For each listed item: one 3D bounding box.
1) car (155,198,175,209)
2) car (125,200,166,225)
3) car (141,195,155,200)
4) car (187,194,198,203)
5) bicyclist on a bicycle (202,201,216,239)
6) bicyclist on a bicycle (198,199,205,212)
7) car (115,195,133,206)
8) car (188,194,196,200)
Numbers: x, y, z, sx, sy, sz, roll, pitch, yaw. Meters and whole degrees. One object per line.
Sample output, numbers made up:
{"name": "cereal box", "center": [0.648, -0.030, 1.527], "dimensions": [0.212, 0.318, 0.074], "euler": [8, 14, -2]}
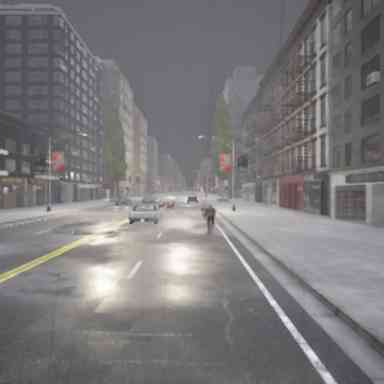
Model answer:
{"name": "car", "center": [-3.142, 1.405, 42.314], "dimensions": [1.895, 1.301, 4.718], "euler": [0, 0, 0]}
{"name": "car", "center": [-3.146, 1.495, 23.336], "dimensions": [1.895, 1.301, 4.718], "euler": [0, 0, 0]}
{"name": "car", "center": [-6.542, 1.267, 50.542], "dimensions": [1.837, 1.490, 4.892], "euler": [0, 1, 1]}
{"name": "car", "center": [0.086, 1.180, 62.609], "dimensions": [1.882, 1.535, 5.008], "euler": [0, 1, 0]}
{"name": "bicyclist on a bicycle", "center": [0.895, 1.382, 15.882], "dimensions": [0.582, 1.620, 1.656], "euler": [0, 0, 0]}
{"name": "bicyclist on a bicycle", "center": [0.928, 1.319, 25.989], "dimensions": [0.866, 1.612, 1.509], "euler": [0, 0, 0]}
{"name": "car", "center": [-9.808, 1.281, 48.050], "dimensions": [1.837, 1.490, 4.892], "euler": [0, 0, 0]}
{"name": "car", "center": [0.015, 1.152, 80.405], "dimensions": [2.033, 1.411, 5.357], "euler": [0, 0, 0]}
